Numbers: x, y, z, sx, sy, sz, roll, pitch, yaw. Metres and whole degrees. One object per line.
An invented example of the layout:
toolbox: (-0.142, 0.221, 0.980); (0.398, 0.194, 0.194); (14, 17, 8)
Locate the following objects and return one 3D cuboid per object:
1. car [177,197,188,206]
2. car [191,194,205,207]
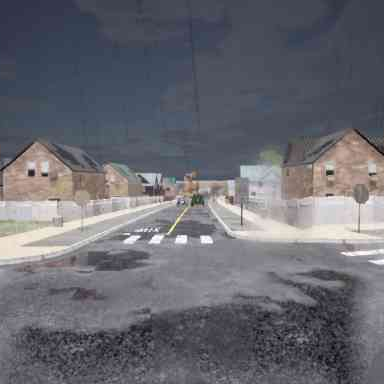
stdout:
car: (-1.629, 1.655, 58.071); (2.128, 1.511, 4.902); (0, 0, 2)
car: (0.969, 1.363, 53.824); (2.150, 2.045, 5.566); (0, 0, 2)
